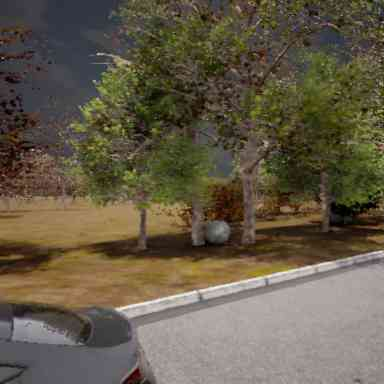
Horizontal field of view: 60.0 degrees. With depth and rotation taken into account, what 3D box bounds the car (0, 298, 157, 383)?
[{"bbox_3d":[-2.443,1.527,1.943,4.674,1.442,1.812,0,0,-36],"label":"car"}]
